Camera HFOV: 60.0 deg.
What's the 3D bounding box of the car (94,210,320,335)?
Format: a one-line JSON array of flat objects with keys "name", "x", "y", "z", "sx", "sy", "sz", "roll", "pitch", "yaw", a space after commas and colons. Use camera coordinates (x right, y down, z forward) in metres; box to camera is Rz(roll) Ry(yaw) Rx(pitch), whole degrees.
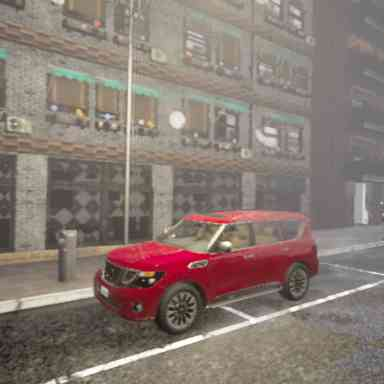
[{"name": "car", "x": 0.610, "y": 1.357, "z": 6.977, "sx": 5.009, "sy": 1.841, "sz": 2.192, "roll": 1, "pitch": 1, "yaw": -35}]
